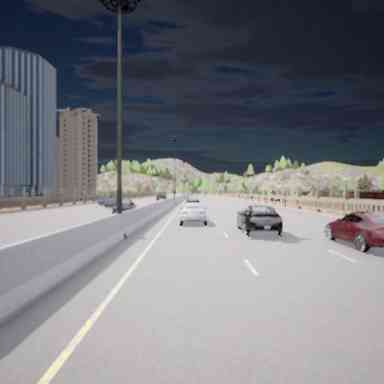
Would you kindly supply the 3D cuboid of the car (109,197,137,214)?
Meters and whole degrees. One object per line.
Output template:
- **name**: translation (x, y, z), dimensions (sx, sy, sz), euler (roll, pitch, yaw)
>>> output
- **car**: translation (-7.084, 1.493, 35.410), dimensions (1.812, 1.442, 4.674), euler (0, 0, 0)

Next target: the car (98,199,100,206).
- **car**: translation (-14.033, 1.301, 54.993), dimensions (2.097, 1.767, 4.553), euler (0, 0, 1)

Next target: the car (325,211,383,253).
- **car**: translation (7.103, 1.511, 13.536), dimensions (1.812, 1.442, 4.674), euler (0, 0, 0)

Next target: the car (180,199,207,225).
- **car**: translation (0.107, 1.503, 23.939), dimensions (1.812, 1.442, 4.674), euler (0, 0, 0)

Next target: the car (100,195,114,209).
- **car**: translation (-10.565, 1.465, 44.971), dimensions (1.837, 1.490, 4.892), euler (0, 0, 0)

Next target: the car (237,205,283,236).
- **car**: translation (3.605, 1.473, 18.292), dimensions (2.128, 1.511, 4.902), euler (0, 0, 0)

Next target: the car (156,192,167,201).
- **car**: translation (-6.981, 1.074, 76.534), dimensions (2.150, 2.045, 5.566), euler (0, 0, 0)
